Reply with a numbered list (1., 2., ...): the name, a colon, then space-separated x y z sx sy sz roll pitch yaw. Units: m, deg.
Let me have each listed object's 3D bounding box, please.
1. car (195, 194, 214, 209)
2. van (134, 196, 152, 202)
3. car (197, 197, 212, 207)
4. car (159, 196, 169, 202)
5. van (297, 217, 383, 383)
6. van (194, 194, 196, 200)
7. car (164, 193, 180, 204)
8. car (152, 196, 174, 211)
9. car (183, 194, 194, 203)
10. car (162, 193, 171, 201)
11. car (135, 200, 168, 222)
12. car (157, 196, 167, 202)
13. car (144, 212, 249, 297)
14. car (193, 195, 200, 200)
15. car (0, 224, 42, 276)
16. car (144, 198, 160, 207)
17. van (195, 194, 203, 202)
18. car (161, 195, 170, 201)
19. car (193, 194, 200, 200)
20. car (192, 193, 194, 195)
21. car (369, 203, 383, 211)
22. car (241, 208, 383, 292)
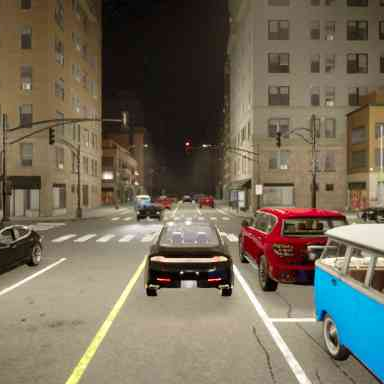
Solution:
1. car: 2.008 1.309 46.244 2.192 1.841 5.009 0 0 -1
2. van: -6.019 1.336 40.712 1.690 1.788 3.998 0 0 -1
3. car: 1.920 1.544 51.650 2.008 1.369 4.403 0 0 -1
4. car: -6.596 1.537 78.551 2.008 1.369 4.403 0 0 -1
5. van: 2.606 1.341 3.366 1.690 1.788 3.998 0 0 -1
6. van: 1.742 1.332 62.461 1.690 1.788 3.998 0 0 -1
7. car: -3.750 1.341 61.626 2.097 1.767 4.553 0 0 -1
8. car: -3.454 1.521 40.332 1.812 1.442 4.674 0 0 -1
9. car: -0.907 1.590 66.524 1.895 1.301 4.718 0 0 -1
10. car: -6.761 1.298 89.362 2.192 1.841 5.009 0 0 -1
11. car: -3.241 1.599 26.483 1.895 1.301 4.718 0 0 -1
12. car: -6.511 1.513 72.976 1.752 1.417 4.829 0 0 -1
13. car: -0.061 1.491 8.580 2.128 1.511 4.902 0 0 0
14. car: 1.295 1.509 89.659 1.752 1.417 4.829 0 0 -1
15. car: -5.504 1.566 8.752 1.947 1.339 4.313 0 0 -1
16. car: -6.184 1.559 51.523 1.947 1.339 4.313 0 0 -1
17. van: 1.565 1.329 73.273 1.690 1.788 3.998 0 0 -1
18. car: -6.678 1.551 83.957 1.947 1.339 4.313 0 0 -1
19. car: 1.209 1.422 94.894 1.967 1.590 4.097 0 0 -1
20. car: 1.653 1.304 67.867 2.192 1.841 5.009 0 0 -1
21. car: 14.524 1.418 23.939 4.902 1.511 2.128 0 0 -1
22. car: 2.520 1.315 8.877 2.192 1.841 5.009 0 0 -1
